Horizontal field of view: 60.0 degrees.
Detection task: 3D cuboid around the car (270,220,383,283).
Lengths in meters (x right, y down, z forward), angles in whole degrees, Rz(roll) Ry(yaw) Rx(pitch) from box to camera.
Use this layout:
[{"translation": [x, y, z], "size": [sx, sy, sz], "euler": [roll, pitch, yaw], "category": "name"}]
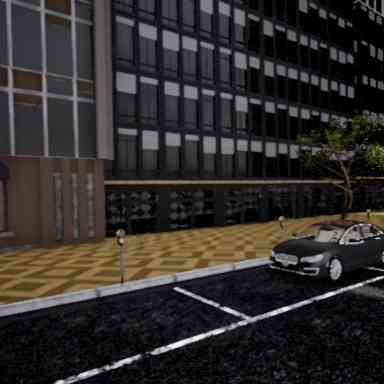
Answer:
[{"translation": [4.081, 1.516, 9.476], "size": [4.403, 1.369, 2.008], "euler": [-1, -1, -36], "category": "car"}]
